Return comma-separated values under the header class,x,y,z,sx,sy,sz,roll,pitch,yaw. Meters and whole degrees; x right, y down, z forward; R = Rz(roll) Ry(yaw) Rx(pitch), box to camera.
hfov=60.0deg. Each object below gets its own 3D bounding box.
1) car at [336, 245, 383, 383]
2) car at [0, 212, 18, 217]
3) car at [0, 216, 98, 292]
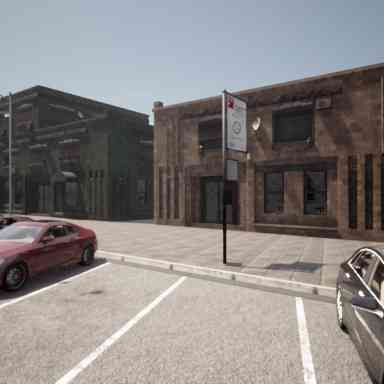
class,x,y,z,sx,sy,sz,roll,pitch,yaw
car,2.970,1.487,3.976,2.231,1.521,4.892,1,-1,15
car,-6.817,1.518,10.906,2.163,1.488,4.792,1,-1,16
car,-4.365,1.527,9.192,2.002,1.452,4.674,1,-1,16
